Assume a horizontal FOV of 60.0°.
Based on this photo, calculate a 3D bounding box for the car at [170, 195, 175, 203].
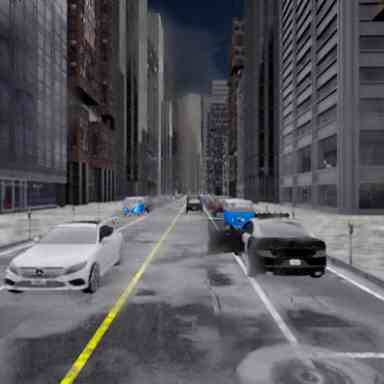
[{"bbox_3d":[-5.380,1.564,71.410,1.967,1.590,4.097,0,0,0],"label":"car"}]

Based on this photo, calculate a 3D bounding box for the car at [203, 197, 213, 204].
[{"bbox_3d":[3.115,1.659,65.763,1.887,1.381,4.507,0,0,0],"label":"car"}]

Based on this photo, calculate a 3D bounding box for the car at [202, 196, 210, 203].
[{"bbox_3d":[3.176,1.661,77.151,1.752,1.417,4.829,0,0,0],"label":"car"}]

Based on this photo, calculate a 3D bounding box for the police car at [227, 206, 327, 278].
[{"bbox_3d":[2.421,1.442,10.346,1.930,1.638,5.238,0,0,0],"label":"police car"}]

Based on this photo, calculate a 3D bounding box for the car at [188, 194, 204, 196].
[{"bbox_3d":[0.256,1.302,47.861,2.150,2.045,5.566,0,0,0],"label":"car"}]

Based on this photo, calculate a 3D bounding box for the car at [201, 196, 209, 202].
[{"bbox_3d":[3.206,1.672,82.760,1.752,1.417,4.829,0,0,0],"label":"car"}]

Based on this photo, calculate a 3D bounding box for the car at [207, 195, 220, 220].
[{"bbox_3d":[2.935,1.368,32.109,2.192,1.841,5.009,0,0,0],"label":"car"}]

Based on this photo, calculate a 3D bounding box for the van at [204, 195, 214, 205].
[{"bbox_3d":[3.085,1.445,60.154,1.690,1.788,3.998,0,0,0],"label":"van"}]

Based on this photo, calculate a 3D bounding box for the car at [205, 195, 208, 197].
[{"bbox_3d":[3.025,1.523,48.936,1.967,1.590,4.097,0,0,0],"label":"car"}]

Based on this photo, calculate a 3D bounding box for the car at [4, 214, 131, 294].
[{"bbox_3d":[-3.054,1.540,8.978,1.812,1.442,4.674,0,0,0],"label":"car"}]

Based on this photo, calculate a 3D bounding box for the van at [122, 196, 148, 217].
[{"bbox_3d":[-5.590,1.393,32.144,1.690,1.788,3.998,0,0,0],"label":"van"}]

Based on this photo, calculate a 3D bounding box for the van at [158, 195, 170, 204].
[{"bbox_3d":[-5.440,1.444,60.191,1.690,1.788,3.998,0,0,0],"label":"van"}]

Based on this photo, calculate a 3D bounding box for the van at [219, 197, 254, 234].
[{"bbox_3d":[2.875,1.375,20.891,1.690,1.788,3.998,0,0,0],"label":"van"}]

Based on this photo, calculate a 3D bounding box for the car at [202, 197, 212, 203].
[{"bbox_3d":[3.145,1.690,71.372,1.947,1.339,4.313,0,0,0],"label":"car"}]

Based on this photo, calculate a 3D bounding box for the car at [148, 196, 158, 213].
[{"bbox_3d":[-5.560,1.377,37.754,2.192,1.841,5.009,0,0,0],"label":"car"}]

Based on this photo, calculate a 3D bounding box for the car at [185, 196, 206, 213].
[{"bbox_3d":[0.275,1.540,37.818,1.882,1.535,5.008,0,0,0],"label":"car"}]

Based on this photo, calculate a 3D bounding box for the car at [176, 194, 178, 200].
[{"bbox_3d":[-5.291,1.685,88.067,1.752,1.417,4.829,0,0,0],"label":"car"}]

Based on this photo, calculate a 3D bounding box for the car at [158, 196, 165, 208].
[{"bbox_3d":[-5.500,1.633,48.972,2.008,1.369,4.403,0,0,0],"label":"car"}]
